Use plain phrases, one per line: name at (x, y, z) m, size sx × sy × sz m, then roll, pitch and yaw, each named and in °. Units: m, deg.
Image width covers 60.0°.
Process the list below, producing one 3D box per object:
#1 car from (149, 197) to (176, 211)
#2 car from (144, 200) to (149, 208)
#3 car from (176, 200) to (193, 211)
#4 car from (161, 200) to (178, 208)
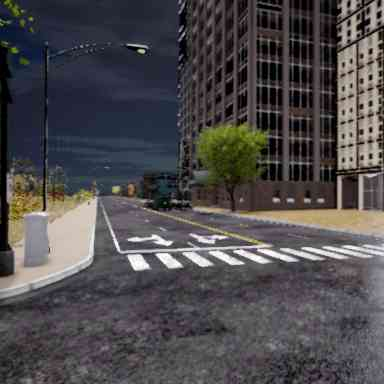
car at (-4.381, 1.675, 48.651) m, size 2.150 × 2.045 × 5.566 m, roll 1°, pitch -1°, yaw -15°
car at (-7.202, 2.089, 58.595) m, size 2.033 × 1.411 × 5.357 m, roll 1°, pitch -1°, yaw -16°
car at (-1.247, 1.973, 49.449) m, size 2.128 × 1.511 × 4.902 m, roll 1°, pitch -1°, yaw -16°
car at (-4.073, 2.118, 59.477) m, size 2.033 × 1.411 × 5.357 m, roll 1°, pitch -1°, yaw -16°
